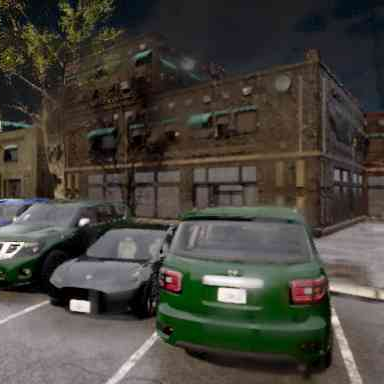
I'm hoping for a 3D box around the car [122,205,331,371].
[{"bbox_3d":[1.186,1.251,6.151,2.435,2.045,5.566,0,-1,16],"label":"car"}]

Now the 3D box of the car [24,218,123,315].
[{"bbox_3d":[-1.190,1.530,7.844,2.163,1.488,4.792,1,-1,16],"label":"car"}]

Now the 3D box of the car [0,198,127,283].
[{"bbox_3d":[-3.584,1.248,9.596,2.435,2.045,5.566,1,-1,16],"label":"car"}]
